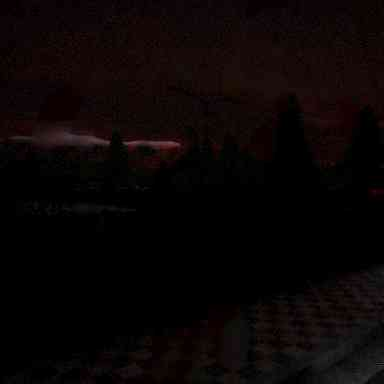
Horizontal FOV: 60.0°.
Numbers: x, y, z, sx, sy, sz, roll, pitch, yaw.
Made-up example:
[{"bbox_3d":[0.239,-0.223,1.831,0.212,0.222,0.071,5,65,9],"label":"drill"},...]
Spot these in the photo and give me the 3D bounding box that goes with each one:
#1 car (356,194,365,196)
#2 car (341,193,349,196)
[{"bbox_3d":[37.837,1.143,74.127,2.128,1.511,4.902,0,0,5],"label":"car"},{"bbox_3d":[38.713,1.038,84.449,1.812,1.442,4.674,0,0,5],"label":"car"}]
